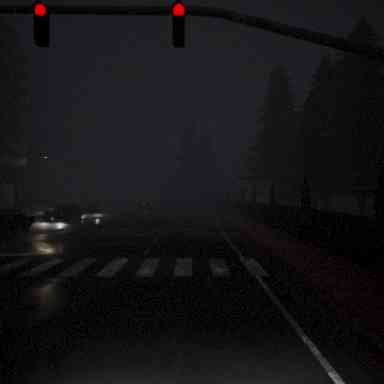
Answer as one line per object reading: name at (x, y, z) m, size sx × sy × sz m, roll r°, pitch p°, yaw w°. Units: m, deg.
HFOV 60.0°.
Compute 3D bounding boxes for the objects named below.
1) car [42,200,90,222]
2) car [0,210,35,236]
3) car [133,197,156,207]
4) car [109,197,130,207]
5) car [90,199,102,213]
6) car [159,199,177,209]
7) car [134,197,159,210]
car at (-10.645, 1.634, 27.943) m, size 2.033 × 1.411 × 5.357 m, roll 0°, pitch 0°, yaw -1°
car at (-10.579, 1.657, 18.198) m, size 1.895 × 1.301 × 4.718 m, roll 0°, pitch 0°, yaw 0°
car at (-8.154, 1.681, 56.896) m, size 1.837 × 1.490 × 4.892 m, roll 0°, pitch 0°, yaw -37°
car at (-12.340, 1.680, 56.640) m, size 1.837 × 1.490 × 4.892 m, roll 0°, pitch 0°, yaw -41°
car at (-11.466, 1.596, 38.402) m, size 1.882 × 1.535 × 5.008 m, roll 0°, pitch 0°, yaw -12°
car at (-3.686, 1.716, 49.140) m, size 1.994 × 1.385 × 4.181 m, roll 0°, pitch 0°, yaw -23°
car at (-6.436, 1.668, 45.983) m, size 1.812 × 1.442 × 4.674 m, roll 0°, pitch 0°, yaw -20°
